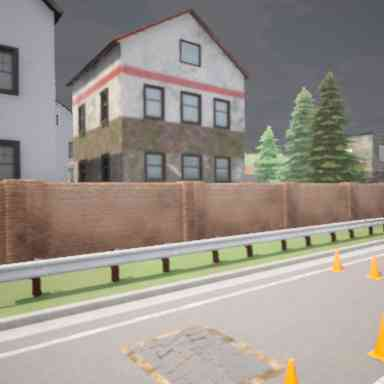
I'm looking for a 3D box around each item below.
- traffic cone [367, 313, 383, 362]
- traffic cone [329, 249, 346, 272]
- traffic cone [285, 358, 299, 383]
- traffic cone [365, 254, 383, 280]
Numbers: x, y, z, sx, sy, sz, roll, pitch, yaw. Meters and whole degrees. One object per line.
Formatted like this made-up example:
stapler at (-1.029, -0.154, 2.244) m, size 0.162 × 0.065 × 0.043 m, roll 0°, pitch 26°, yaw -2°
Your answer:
traffic cone at (2.598, 1.915, 4.465) m, size 0.340 × 0.580 × 0.340 m, roll -1°, pitch 0°, yaw -36°
traffic cone at (4.041, 1.886, 9.252) m, size 0.340 × 0.580 × 0.340 m, roll -1°, pitch 0°, yaw -36°
traffic cone at (0.987, 1.939, 3.279) m, size 0.340 × 0.580 × 0.340 m, roll -1°, pitch 0°, yaw -36°
traffic cone at (4.634, 1.879, 8.446) m, size 0.340 × 0.580 × 0.340 m, roll -1°, pitch 0°, yaw -36°
